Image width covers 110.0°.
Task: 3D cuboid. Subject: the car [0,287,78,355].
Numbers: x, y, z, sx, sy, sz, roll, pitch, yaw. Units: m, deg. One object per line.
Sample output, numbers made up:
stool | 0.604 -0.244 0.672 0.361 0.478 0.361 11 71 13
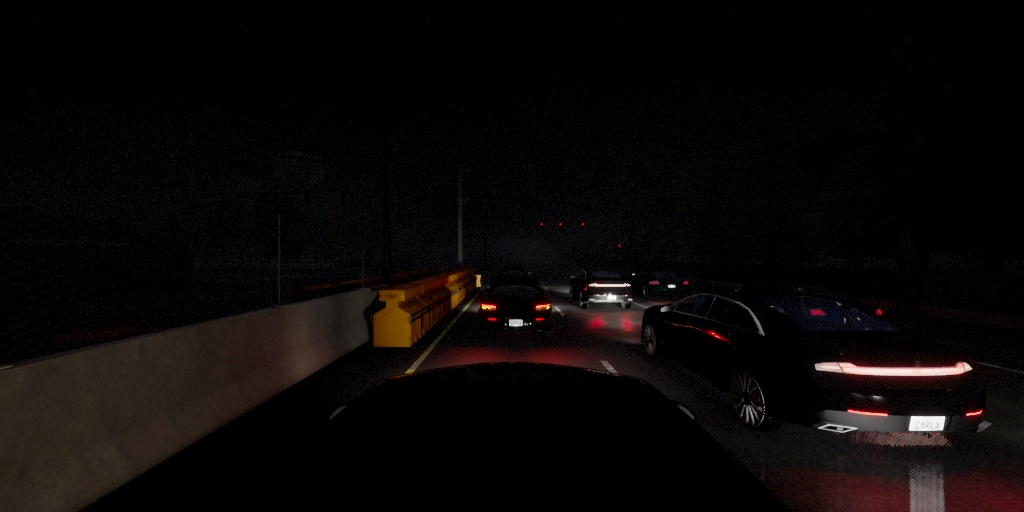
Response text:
car | -10.603 1.255 5.868 1.837 1.490 4.892 0 0 0

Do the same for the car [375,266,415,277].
car | -7.052 1.315 22.229 1.994 1.385 4.181 0 0 0

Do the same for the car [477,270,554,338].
car | 0.078 1.276 10.037 1.812 1.442 4.674 0 0 0

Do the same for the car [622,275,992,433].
car | 3.596 1.242 5.543 2.128 1.511 4.902 0 0 0

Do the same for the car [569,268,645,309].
car | 3.560 1.242 14.972 2.128 1.511 4.902 0 0 2

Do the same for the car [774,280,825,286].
car | 7.086 1.314 9.490 1.994 1.385 4.181 0 0 0

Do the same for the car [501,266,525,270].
car | 0.061 1.276 19.102 1.812 1.442 4.674 0 0 0

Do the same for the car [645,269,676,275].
car | 7.065 1.314 17.879 1.994 1.385 4.181 0 0 0
